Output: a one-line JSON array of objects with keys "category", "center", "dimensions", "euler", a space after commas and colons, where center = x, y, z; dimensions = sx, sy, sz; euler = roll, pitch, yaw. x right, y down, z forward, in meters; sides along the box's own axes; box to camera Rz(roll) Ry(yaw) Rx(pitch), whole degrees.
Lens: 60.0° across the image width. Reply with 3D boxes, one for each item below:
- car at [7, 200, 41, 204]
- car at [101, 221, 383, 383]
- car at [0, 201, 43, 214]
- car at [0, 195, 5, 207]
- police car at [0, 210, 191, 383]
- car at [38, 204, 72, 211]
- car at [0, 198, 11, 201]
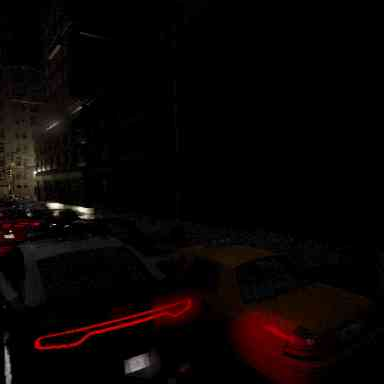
[{"category": "car", "center": [-9.108, 1.318, 18.969], "dimensions": [2.008, 1.369, 4.403], "euler": [-3, 2, -35]}, {"category": "car", "center": [0.301, 1.383, 5.309], "dimensions": [1.752, 1.417, 4.829], "euler": [-3, 2, -35]}, {"category": "car", "center": [-7.586, 1.340, 13.302], "dimensions": [1.882, 1.535, 5.008], "euler": [-2, 2, -35]}, {"category": "car", "center": [-24.953, 1.169, 41.968], "dimensions": [1.947, 1.339, 4.313], "euler": [-3, 2, -35]}, {"category": "police car", "center": [-1.975, 1.341, 5.158], "dimensions": [1.930, 1.638, 5.238], "euler": [-2, 2, -35]}, {"category": "car", "center": [-5.939, 1.364, 14.370], "dimensions": [1.947, 1.339, 4.313], "euler": [-3, 2, -35]}, {"category": "car", "center": [-10.991, 1.334, 18.242], "dimensions": [1.837, 1.490, 4.892], "euler": [-2, 2, -35]}]
